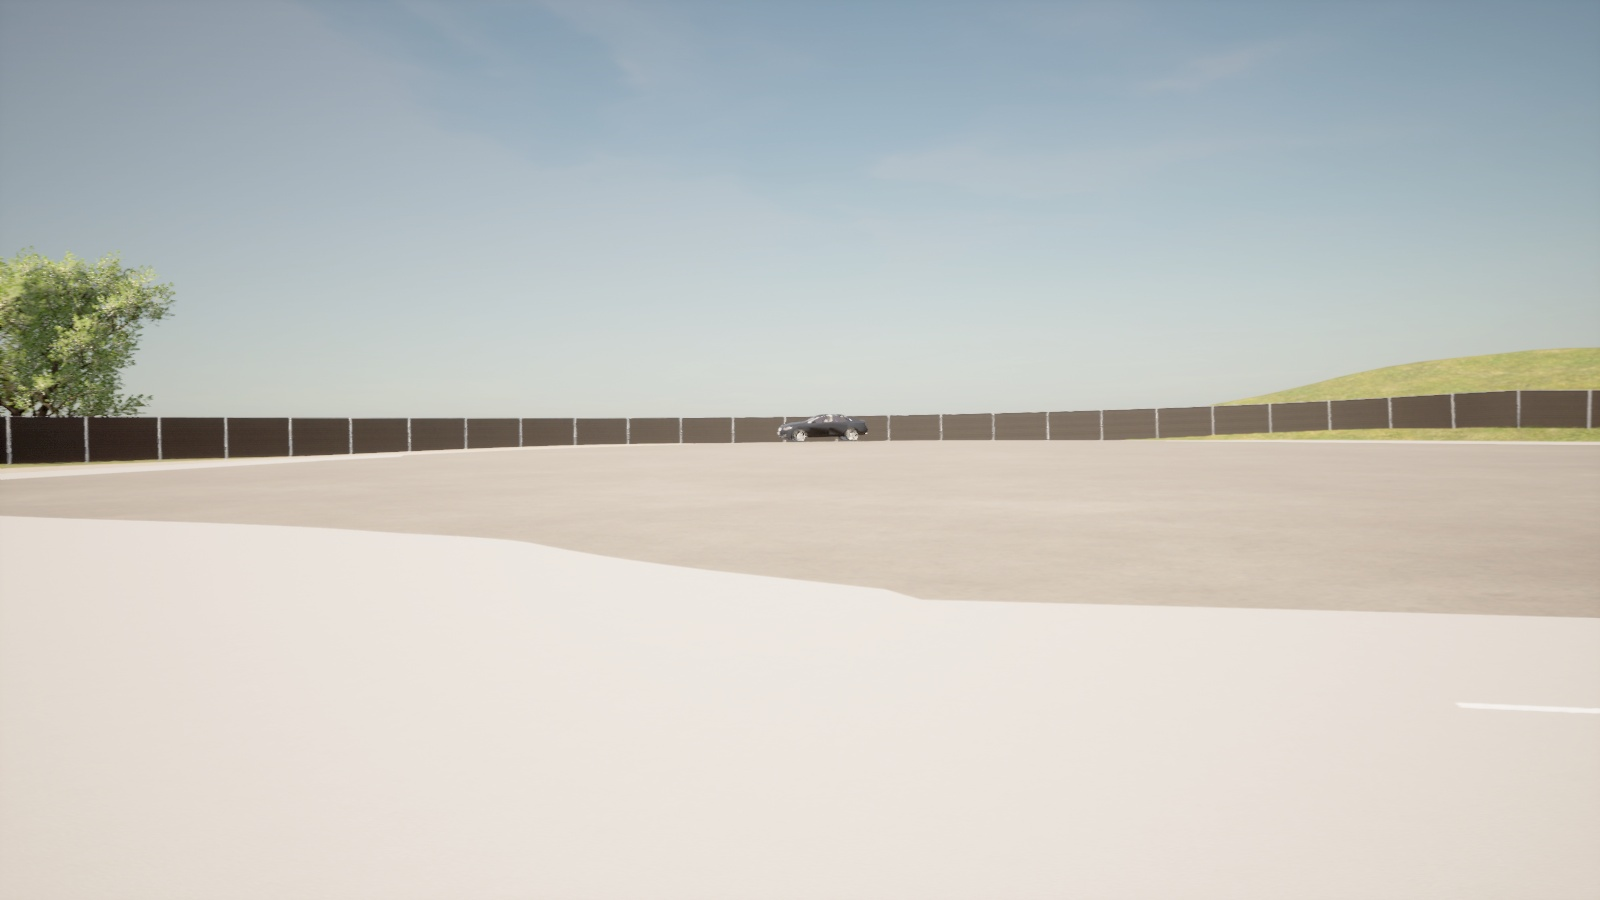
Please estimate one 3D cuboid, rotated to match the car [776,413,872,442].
[{"bbox_3d":[1.277,-1.217,68.133,4.902,1.511,2.128,0,1,-11],"label":"car"}]
